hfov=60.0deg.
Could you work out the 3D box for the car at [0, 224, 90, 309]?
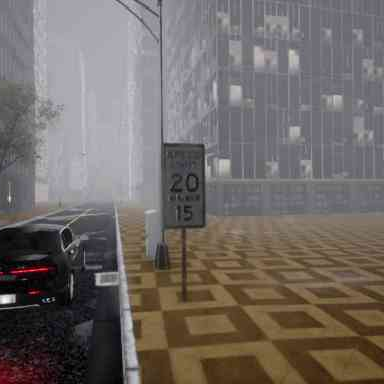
[{"bbox_3d":[-3.608,1.509,7.811,1.837,1.490,4.892,-1,0,-13],"label":"car"}]
